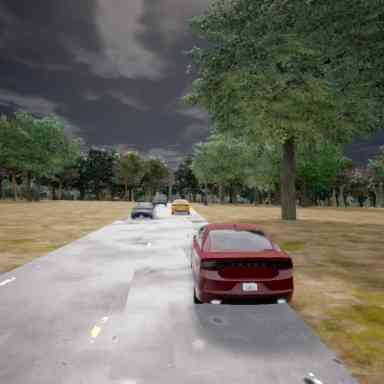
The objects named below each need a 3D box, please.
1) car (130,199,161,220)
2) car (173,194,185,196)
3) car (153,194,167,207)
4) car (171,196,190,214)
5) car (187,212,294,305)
[{"bbox_3d":[-4.109,1.582,28.830,2.033,1.411,5.357,0,0,-3],"label":"car"},{"bbox_3d":[-1.774,1.357,46.394,2.150,2.045,5.566,0,0,-3],"label":"car"},{"bbox_3d":[-5.259,1.414,55.148,2.150,2.045,5.566,0,0,-3],"label":"car"},{"bbox_3d":[-1.248,1.548,35.886,1.882,1.535,5.008,0,0,-3],"label":"car"},{"bbox_3d":[0.933,1.477,8.187,1.882,1.535,5.008,0,0,-1],"label":"car"}]
